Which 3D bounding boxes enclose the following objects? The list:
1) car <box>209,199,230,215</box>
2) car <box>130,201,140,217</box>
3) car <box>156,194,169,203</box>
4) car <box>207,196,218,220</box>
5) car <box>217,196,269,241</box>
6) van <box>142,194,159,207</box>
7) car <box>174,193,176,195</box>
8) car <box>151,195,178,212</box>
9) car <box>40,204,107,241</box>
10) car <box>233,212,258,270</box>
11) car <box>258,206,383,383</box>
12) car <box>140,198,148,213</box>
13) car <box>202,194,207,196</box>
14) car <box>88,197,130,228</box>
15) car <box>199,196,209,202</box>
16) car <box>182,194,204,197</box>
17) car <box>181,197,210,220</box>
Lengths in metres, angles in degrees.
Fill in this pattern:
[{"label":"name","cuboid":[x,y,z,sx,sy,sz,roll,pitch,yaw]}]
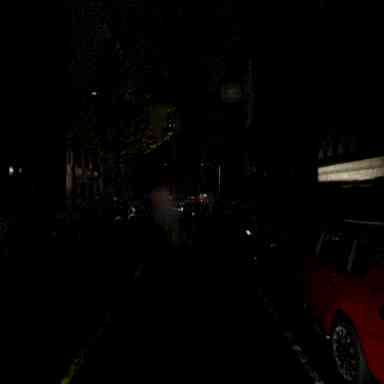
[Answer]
[{"label":"car","cuboid":[2.666,1.472,33.502,1.752,1.417,4.829,0,0,0]},{"label":"car","cuboid":[-5.858,1.519,27.704,1.947,1.339,4.313,0,0,0]},{"label":"car","cuboid":[-5.862,1.272,67.179,2.192,1.841,5.009,0,0,0]},{"label":"car","cuboid":[2.667,1.269,27.694,2.192,1.841,5.009,0,0,0]},{"label":"car","cuboid":[2.668,1.287,16.416,2.192,1.841,5.009,0,0,0]},{"label":"van","cuboid":[-5.861,1.287,44.621,1.690,1.788,3.998,0,0,0]},{"label":"car","cuboid":[-5.864,1.420,84.097,1.967,1.590,4.097,0,0,0]},{"label":"car","cuboid":[-3.097,1.436,38.128,2.128,1.511,4.902,0,0,0]},{"label":"car","cuboid":[-5.858,1.516,16.424,1.887,1.381,4.507,0,0,0]},{"label":"car","cuboid":[2.668,1.547,10.777,1.947,1.339,4.313,0,0,0]},{"label":"car","cuboid":[2.669,1.305,5.139,2.192,1.841,5.009,0,0,0]},{"label":"car","cuboid":[-5.859,1.529,33.341,1.802,1.307,4.206,0,0,0]},{"label":"car","cuboid":[2.664,1.496,55.888,1.887,1.381,4.507,0,0,0]},{"label":"car","cuboid":[-5.858,1.278,22.063,2.192,1.841,5.009,0,0,0]},{"label":"car","cuboid":[2.662,1.527,72.805,1.947,1.339,4.313,0,0,0]},{"label":"car","cuboid":[0.098,1.439,44.485,2.128,1.511,4.902,0,0,0]},{"label":"car","cuboid":[0.097,1.444,27.378,2.128,1.511,4.902,0,0,0]}]
